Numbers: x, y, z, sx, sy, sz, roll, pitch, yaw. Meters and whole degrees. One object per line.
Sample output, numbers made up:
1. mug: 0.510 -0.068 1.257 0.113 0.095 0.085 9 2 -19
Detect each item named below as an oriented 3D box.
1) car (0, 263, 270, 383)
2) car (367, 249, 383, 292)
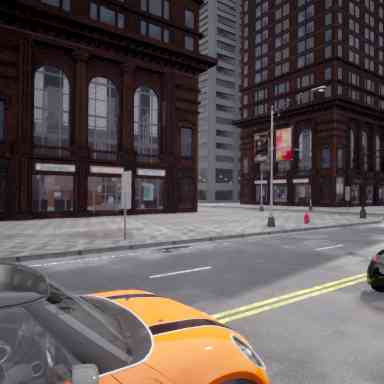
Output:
1. car: -1.512 1.352 2.360 4.553 1.767 2.097 0 0 -36
2. car: 5.916 1.576 7.681 4.181 1.385 1.994 0 0 -35
